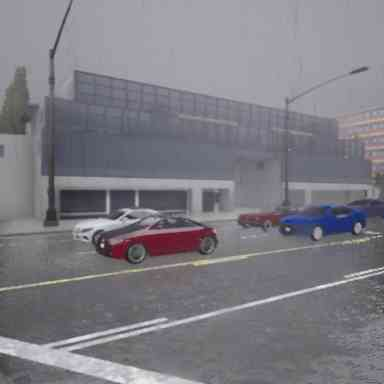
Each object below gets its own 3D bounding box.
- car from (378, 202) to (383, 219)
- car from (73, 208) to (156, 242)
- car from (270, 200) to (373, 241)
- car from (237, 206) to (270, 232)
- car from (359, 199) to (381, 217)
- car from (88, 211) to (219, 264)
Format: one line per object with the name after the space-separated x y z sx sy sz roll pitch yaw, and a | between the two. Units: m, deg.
14.323 1.352 21.272 4.718 1.301 1.895 -1 1 -32 | car
-2.778 1.448 14.666 4.674 1.442 1.812 0 0 -34 | car
6.427 1.376 16.301 5.008 1.535 1.882 -1 1 -32 | car
4.928 1.477 19.500 4.718 1.301 1.895 -1 1 -32 | car
12.595 1.258 24.319 4.674 1.442 1.812 -1 1 -32 | car
-1.132 1.500 11.551 4.181 1.385 1.994 0 0 -32 | car
